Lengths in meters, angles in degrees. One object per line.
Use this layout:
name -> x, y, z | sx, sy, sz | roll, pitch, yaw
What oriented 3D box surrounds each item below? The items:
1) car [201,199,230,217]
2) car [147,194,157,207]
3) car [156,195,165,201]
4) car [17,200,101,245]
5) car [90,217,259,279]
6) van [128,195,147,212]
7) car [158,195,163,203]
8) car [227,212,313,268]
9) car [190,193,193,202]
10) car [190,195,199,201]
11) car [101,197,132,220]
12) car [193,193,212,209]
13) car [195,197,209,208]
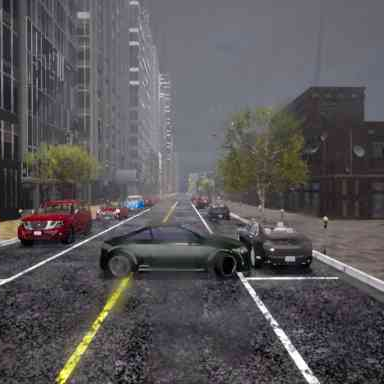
car -> 2.051, 1.543, 26.918 | 2.008, 1.369, 4.403 | -1, 0, -1
car -> -6.914, 1.299, 49.584 | 2.192, 1.841, 5.009 | -1, 0, -1
car -> -7.738, 1.497, 82.613 | 1.752, 1.417, 4.829 | -1, 0, -1
car -> -6.167, 1.310, 15.656 | 2.192, 1.841, 5.009 | -1, 0, -1
car -> -0.453, 1.556, 9.454 | 4.181, 1.385, 1.994 | 0, 0, -1
van -> -6.637, 1.329, 38.518 | 1.690, 1.788, 3.998 | -1, 0, -1
car -> -7.326, 1.522, 66.184 | 1.887, 1.381, 4.507 | -1, 0, -1
car -> 2.566, 1.548, 11.058 | 2.008, 1.369, 4.403 | -1, 0, -1
car -> 0.910, 1.291, 71.915 | 2.192, 1.841, 5.009 | -1, 0, -1
car -> 0.637, 1.538, 82.981 | 1.947, 1.339, 4.313 | -1, 0, -1
car -> -6.352, 1.432, 26.724 | 1.967, 1.590, 4.097 | -1, 0, -1
car -> 1.602, 1.301, 44.251 | 2.192, 1.841, 5.009 | -1, 0, -1
car -> 1.463, 1.509, 49.954 | 1.752, 1.417, 4.829 | -1, 0, -1
